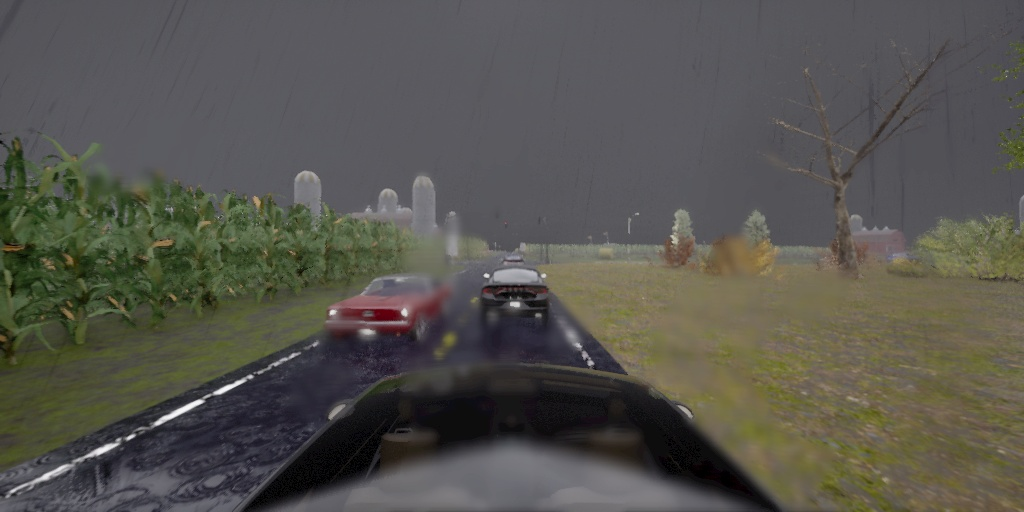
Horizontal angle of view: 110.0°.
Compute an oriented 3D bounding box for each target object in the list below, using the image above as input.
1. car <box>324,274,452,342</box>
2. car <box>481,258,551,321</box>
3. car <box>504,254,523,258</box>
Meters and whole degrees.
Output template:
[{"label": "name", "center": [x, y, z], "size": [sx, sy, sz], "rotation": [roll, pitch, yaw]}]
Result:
[{"label": "car", "center": [-2.850, 1.169, 9.327], "size": [1.895, 1.301, 4.718], "rotation": [0, 1, 0]}, {"label": "car", "center": [0.099, 0.997, 11.380], "size": [1.882, 1.535, 5.008], "rotation": [0, 1, 0]}, {"label": "car", "center": [0.098, 0.615, 28.242], "size": [2.128, 1.511, 4.902], "rotation": [0, 1, 0]}]
